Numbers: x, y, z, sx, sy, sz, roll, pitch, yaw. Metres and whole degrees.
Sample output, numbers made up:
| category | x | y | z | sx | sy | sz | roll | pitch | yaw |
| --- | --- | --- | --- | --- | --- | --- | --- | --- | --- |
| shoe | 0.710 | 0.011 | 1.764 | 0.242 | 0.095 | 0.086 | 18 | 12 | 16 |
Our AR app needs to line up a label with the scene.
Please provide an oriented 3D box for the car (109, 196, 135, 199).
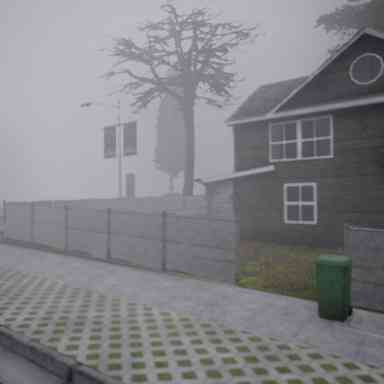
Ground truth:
| category | x | y | z | sx | sy | sz | roll | pitch | yaw |
| --- | --- | --- | --- | --- | --- | --- | --- | --- | --- |
| car | -7.172 | 1.134 | 32.655 | 1.837 | 1.490 | 4.892 | -1 | 0 | 36 |

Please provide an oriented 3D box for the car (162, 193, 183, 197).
| category | x | y | z | sx | sy | sz | roll | pitch | yaw |
| --- | --- | --- | --- | --- | --- | --- | --- | --- | --- |
| car | -1.496 | 0.859 | 34.828 | 2.097 | 1.767 | 4.553 | -1 | 0 | 36 |
